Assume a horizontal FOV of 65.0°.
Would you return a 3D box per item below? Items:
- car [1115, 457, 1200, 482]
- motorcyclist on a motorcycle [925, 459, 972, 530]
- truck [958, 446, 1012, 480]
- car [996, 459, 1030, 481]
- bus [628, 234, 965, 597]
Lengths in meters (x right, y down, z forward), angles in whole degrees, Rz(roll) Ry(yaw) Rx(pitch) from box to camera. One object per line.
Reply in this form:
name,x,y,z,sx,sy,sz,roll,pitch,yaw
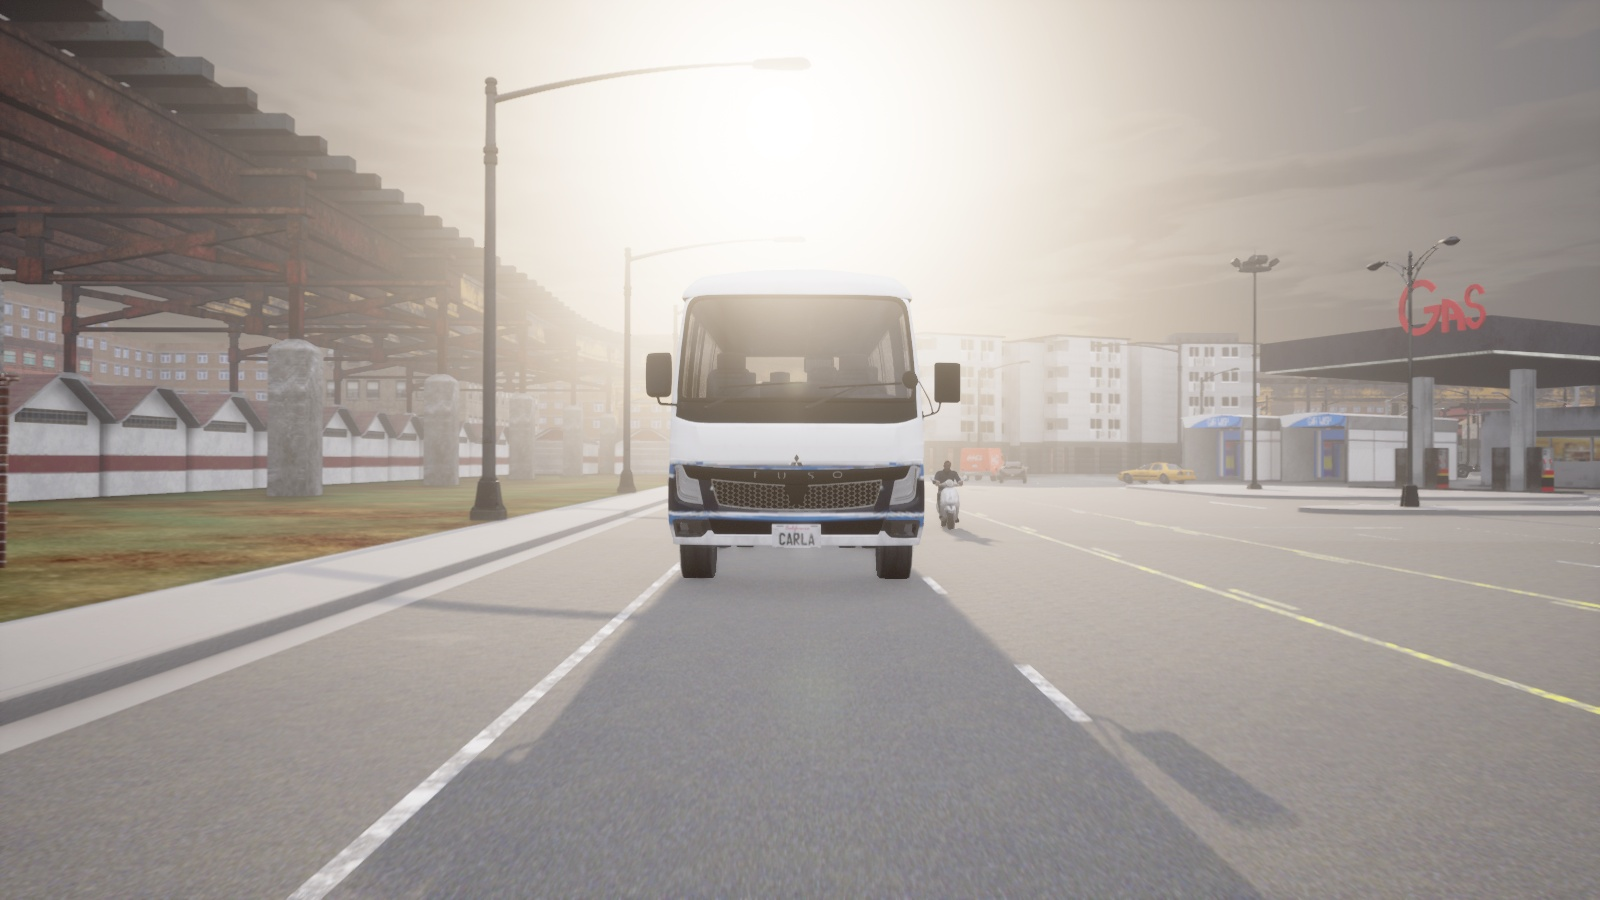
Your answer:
car,23.481,1.275,82.615,1.801,1.575,5.366,0,0,-37
motorcyclist on a motorcycle,3.429,1.002,29.162,0.866,1.590,1.817,0,0,0
truck,14.002,0.970,94.923,2.627,2.467,5.204,-1,-1,25
car,14.763,1.355,86.859,2.128,1.511,4.902,0,0,11
bus,-0.054,-0.378,19.898,3.944,4.253,10.273,0,0,0
